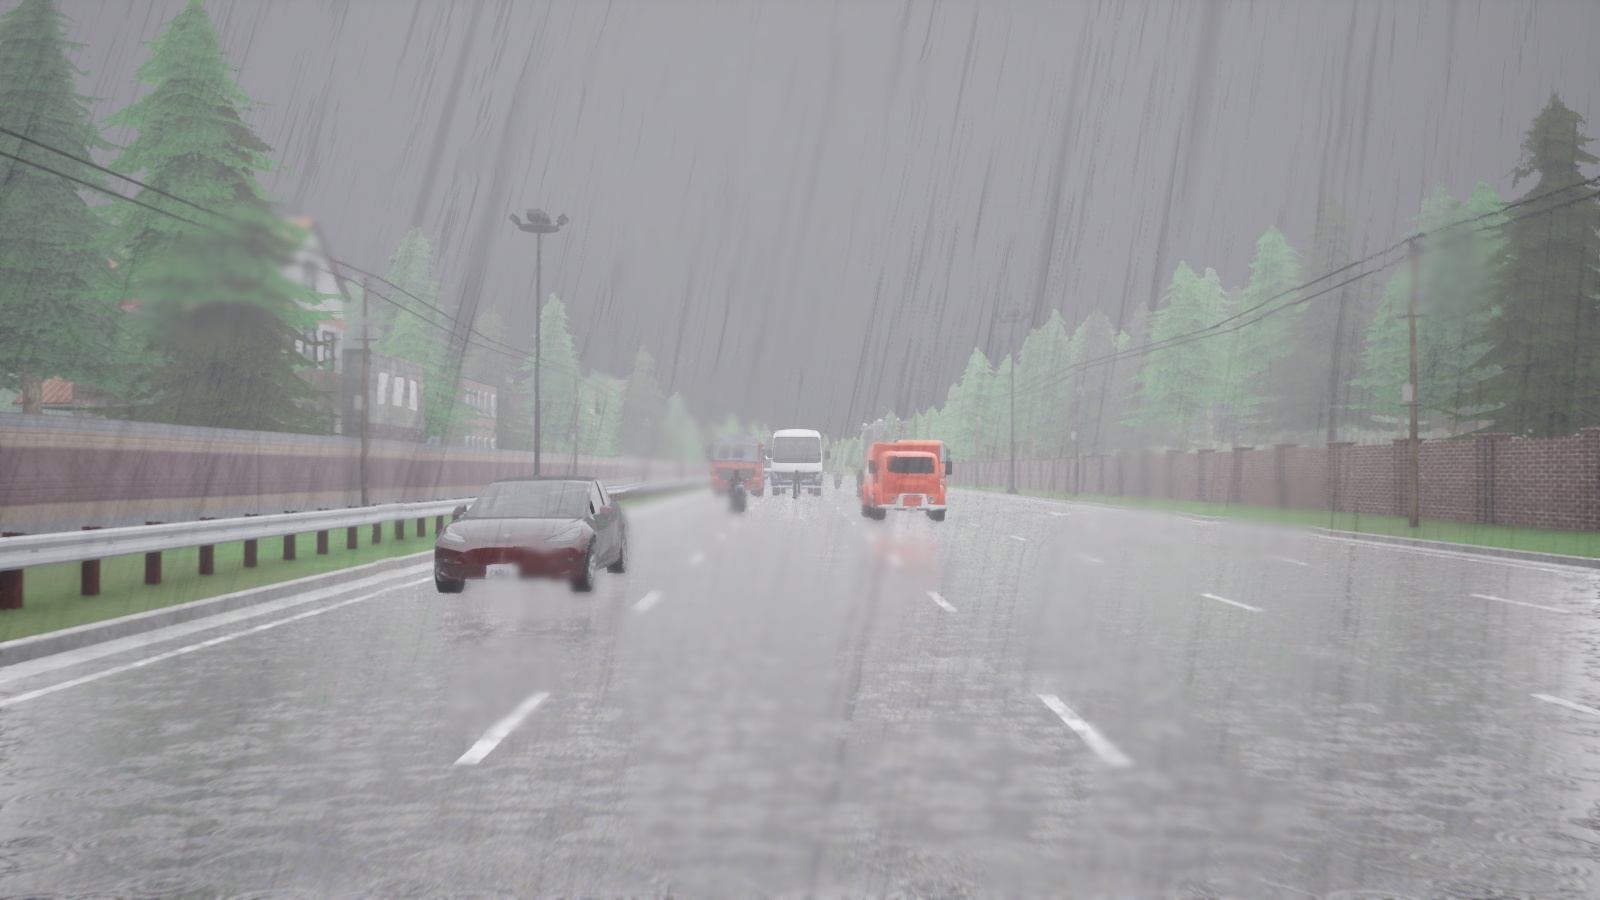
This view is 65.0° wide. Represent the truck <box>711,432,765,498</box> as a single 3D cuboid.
[{"bbox_3d":[-3.689,0.954,76.996,2.891,3.827,8.468,0,-1,0],"label":"truck"}]

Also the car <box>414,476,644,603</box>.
[{"bbox_3d":[-3.550,1.121,17.438,2.163,1.488,4.792,0,-1,0],"label":"car"}]

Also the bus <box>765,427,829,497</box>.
[{"bbox_3d":[-0.203,0.818,82.404,3.944,4.253,10.273,0,-1,0],"label":"bus"}]

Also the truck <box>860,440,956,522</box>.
[{"bbox_3d":[3.400,0.993,40.535,2.627,2.467,5.204,0,-1,0],"label":"truck"}]

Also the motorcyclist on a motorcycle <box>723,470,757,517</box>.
[{"bbox_3d":[-2.157,1.524,44.828,0.766,1.649,2.350,0,-1,-14],"label":"motorcyclist on a motorcycle"}]

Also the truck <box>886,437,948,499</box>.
[{"bbox_3d":[6.818,1.048,74.240,2.891,3.462,7.936,0,-1,0],"label":"truck"}]
